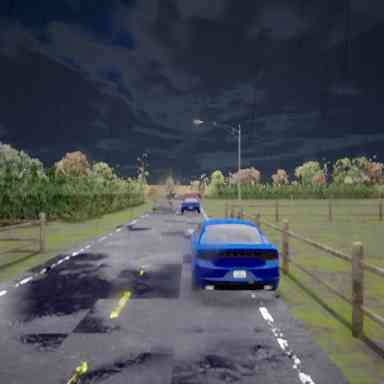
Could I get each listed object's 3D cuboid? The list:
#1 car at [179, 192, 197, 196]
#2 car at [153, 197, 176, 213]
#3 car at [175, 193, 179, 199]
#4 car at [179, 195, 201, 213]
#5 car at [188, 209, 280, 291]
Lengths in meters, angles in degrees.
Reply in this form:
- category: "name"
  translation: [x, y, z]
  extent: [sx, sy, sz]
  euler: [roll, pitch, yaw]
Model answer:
- category: "car"
  translation: [-0.229, 1.078, 45.369]
  extent: [2.150, 2.045, 5.566]
  euler: [0, 0, 0]
- category: "car"
  translation: [-3.030, 1.458, 35.432]
  extent: [1.994, 1.385, 4.181]
  euler: [0, 0, 0]
- category: "car"
  translation: [-3.174, 1.058, 81.785]
  extent: [2.097, 1.767, 4.553]
  euler: [0, 0, 0]
- category: "car"
  translation: [-0.113, 1.374, 34.939]
  extent: [1.882, 1.535, 5.008]
  euler: [0, 0, 0]
- category: "car"
  translation: [0.919, 1.454, 8.966]
  extent: [1.882, 1.535, 5.008]
  euler: [0, 0, 0]
